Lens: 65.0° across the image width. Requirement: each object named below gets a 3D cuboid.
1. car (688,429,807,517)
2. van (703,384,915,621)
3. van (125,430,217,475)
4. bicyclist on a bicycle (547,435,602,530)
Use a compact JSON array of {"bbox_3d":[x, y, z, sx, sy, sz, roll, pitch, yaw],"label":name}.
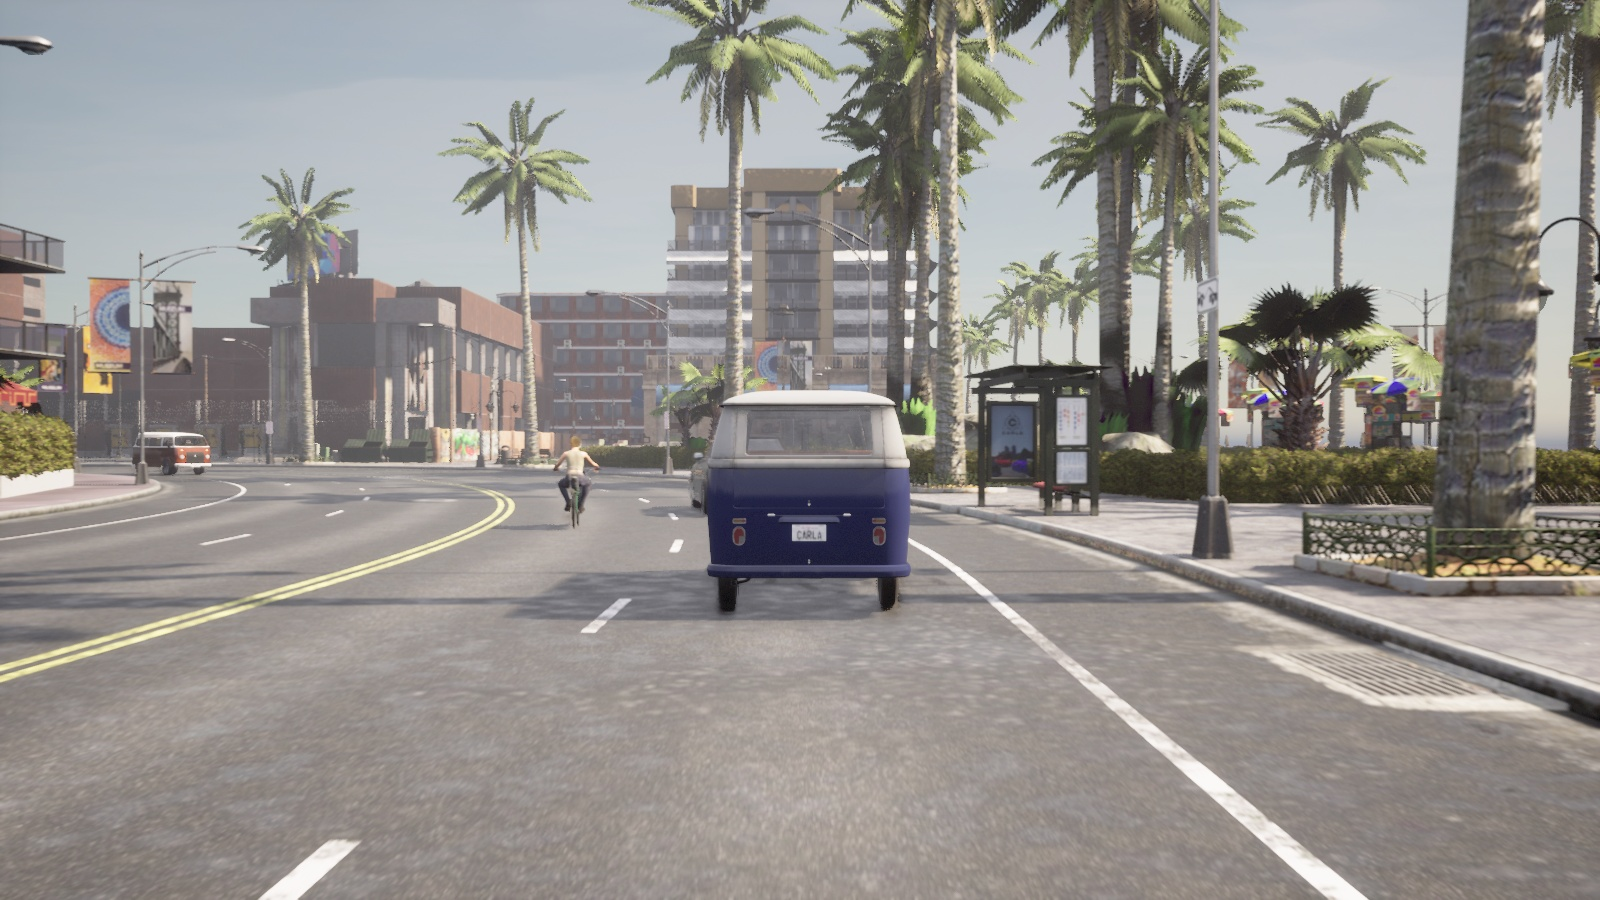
[{"bbox_3d":[-1.265,0.448,27.737,2.097,1.767,4.553,0,0,-9],"label":"car"},{"bbox_3d":[0.065,0.428,12.726,1.775,1.987,4.442,0,0,0],"label":"van"},{"bbox_3d":[-29.670,0.112,59.223,4.480,2.038,2.069,0,0,36],"label":"van"},{"bbox_3d":[-3.993,0.554,22.344,0.866,1.612,1.509,0,0,-6],"label":"bicyclist on a bicycle"}]
